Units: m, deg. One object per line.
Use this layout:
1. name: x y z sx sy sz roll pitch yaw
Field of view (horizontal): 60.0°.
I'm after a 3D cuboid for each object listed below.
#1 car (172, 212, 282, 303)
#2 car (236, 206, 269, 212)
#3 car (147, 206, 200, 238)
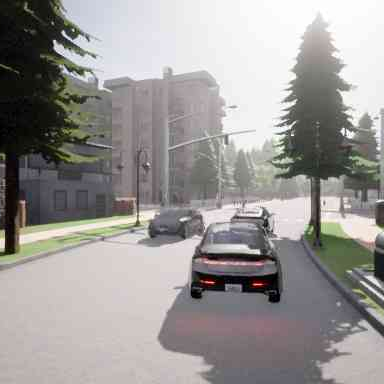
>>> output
1. car: 1.103 1.492 8.314 2.128 1.511 4.902 0 0 9
2. car: 3.227 1.491 17.422 2.128 1.511 4.902 0 0 18
3. car: -0.685 1.507 17.324 1.837 1.490 4.892 0 -1 17
